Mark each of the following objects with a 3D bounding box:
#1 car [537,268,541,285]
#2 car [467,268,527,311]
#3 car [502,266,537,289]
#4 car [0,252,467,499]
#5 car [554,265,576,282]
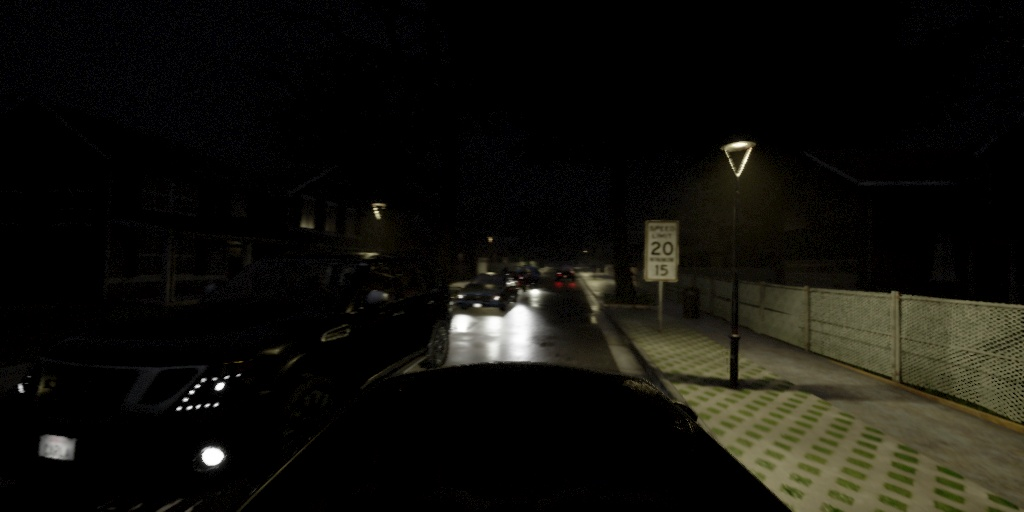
[{"bbox_3d":[1.248,1.579,28.435,1.882,1.535,5.008,1,0,10],"label":"car"},{"bbox_3d":[-0.828,1.453,15.665,2.033,1.411,5.357,1,-1,9],"label":"car"},{"bbox_3d":[0.112,1.240,20.823,1.895,1.301,4.718,1,-1,9],"label":"car"},{"bbox_3d":[-2.530,0.952,5.073,2.150,2.045,5.566,1,-1,9],"label":"car"},{"bbox_3d":[5.531,1.813,36.867,1.812,1.442,4.674,1,-1,10],"label":"car"}]
